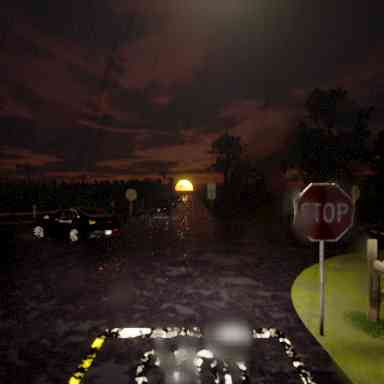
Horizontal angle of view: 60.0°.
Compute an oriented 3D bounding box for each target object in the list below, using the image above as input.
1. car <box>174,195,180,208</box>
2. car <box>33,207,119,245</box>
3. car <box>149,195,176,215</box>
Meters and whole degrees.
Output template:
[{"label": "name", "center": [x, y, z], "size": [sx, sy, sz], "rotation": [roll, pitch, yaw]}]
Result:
[{"label": "car", "center": [-2.846, 1.303, 41.575], "size": [1.837, 1.490, 4.892], "rotation": [0, 0, 0]}, {"label": "car", "center": [-5.393, 1.449, 15.252], "size": [4.892, 1.490, 1.837], "rotation": [-1, -2, 38]}, {"label": "car", "center": [-2.873, 1.350, 31.261], "size": [1.837, 1.490, 4.892], "rotation": [0, 0, 1]}]
